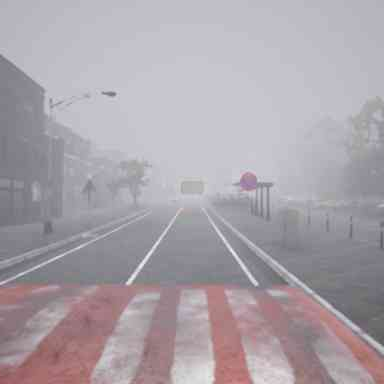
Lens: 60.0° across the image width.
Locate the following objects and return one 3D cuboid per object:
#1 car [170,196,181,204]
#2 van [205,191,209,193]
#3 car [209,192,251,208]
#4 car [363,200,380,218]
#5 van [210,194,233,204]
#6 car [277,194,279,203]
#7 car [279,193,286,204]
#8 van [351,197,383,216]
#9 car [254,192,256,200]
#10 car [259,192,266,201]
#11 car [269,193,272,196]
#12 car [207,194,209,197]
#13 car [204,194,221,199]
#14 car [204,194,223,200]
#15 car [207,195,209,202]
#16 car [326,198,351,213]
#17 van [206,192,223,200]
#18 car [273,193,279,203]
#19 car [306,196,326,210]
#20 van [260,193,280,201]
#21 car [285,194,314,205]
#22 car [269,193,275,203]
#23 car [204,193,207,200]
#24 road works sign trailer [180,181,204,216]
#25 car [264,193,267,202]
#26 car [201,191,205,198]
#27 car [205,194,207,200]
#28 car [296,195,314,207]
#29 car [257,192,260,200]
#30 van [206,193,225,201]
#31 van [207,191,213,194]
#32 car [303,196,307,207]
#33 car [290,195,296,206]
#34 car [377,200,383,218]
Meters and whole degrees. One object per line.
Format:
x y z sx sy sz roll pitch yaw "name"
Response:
-3.276 1.551 65.051 1.812 1.442 4.674 0 0 1 "car"
5.804 1.214 77.214 4.442 1.987 1.878 0 1 0 "van"
5.701 1.355 49.171 5.566 2.045 2.435 0 0 0 "car"
18.833 1.724 30.635 4.674 1.452 2.002 0 0 0 "car"
5.821 1.307 65.993 4.442 1.987 1.878 0 0 0 "van"
18.785 1.561 61.164 4.892 1.521 2.231 0 0 0 "car"
18.766 1.320 58.388 5.566 2.045 2.435 0 0 0 "car"
18.949 1.446 33.408 4.442 1.987 1.878 0 0 0 "van"
18.944 1.367 83.376 5.366 1.575 1.946 0 1 0 "car"
18.742 1.212 75.046 5.566 2.045 2.435 0 1 0 "car"
18.749 1.544 69.491 4.792 1.488 2.163 0 1 0 "car"
5.707 1.561 60.386 5.008 1.535 2.097 0 0 0 "car"
5.659 1.281 94.033 4.674 1.452 2.002 0 1 0 "car"
5.664 1.308 88.427 4.892 1.521 2.231 0 1 0 "car"
5.540 1.592 51.976 5.366 1.575 1.946 0 0 0 "car"
18.795 1.679 38.959 4.792 1.488 2.163 0 0 0 "car"
5.791 1.115 85.621 4.442 1.987 1.878 0 1 0 "van"
18.781 1.547 63.941 5.008 1.535 2.097 0 0 0 "car"
18.630 1.624 44.511 5.366 1.575 1.946 0 0 0 "car"
18.878 1.177 80.599 4.442 1.987 1.878 0 1 0 "van"
18.804 1.582 55.613 5.008 1.535 2.097 0 0 0 "car"
18.967 1.528 66.719 5.366 1.575 1.946 0 0 0 "car"
5.698 1.468 74.408 4.892 1.521 2.231 0 1 0 "car"
0.042 0.640 35.405 2.380 3.560 2.880 0 0 2 "road works sign trailer"
18.803 1.519 72.274 4.792 1.488 2.163 0 1 0 "car"
5.655 1.156 80.014 5.566 2.045 2.435 0 1 0 "car"
5.729 1.546 68.798 4.792 1.488 2.163 0 0 0 "car"
18.814 1.606 50.062 4.892 1.521 2.231 0 0 0 "car"
18.794 1.184 77.822 5.566 2.045 2.435 0 1 0 "car"
5.795 1.148 82.818 4.442 1.987 1.878 0 1 0 "van"
5.592 1.323 63.192 4.442 1.987 1.878 0 0 0 "van"
18.841 1.646 47.287 4.792 1.488 2.163 0 0 0 "car"
18.809 1.594 52.837 5.008 1.535 2.097 0 0 0 "car"
18.836 1.695 27.857 5.008 1.535 2.097 0 0 0 "car"
